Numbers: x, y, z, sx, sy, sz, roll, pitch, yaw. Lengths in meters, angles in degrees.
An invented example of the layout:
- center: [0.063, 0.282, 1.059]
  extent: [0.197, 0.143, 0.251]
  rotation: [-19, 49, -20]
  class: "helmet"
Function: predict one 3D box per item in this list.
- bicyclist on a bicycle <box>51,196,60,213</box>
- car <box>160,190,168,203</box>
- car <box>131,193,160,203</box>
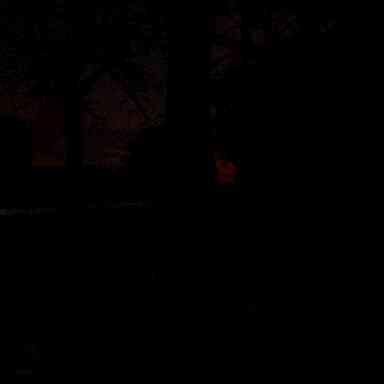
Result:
- center: [-12.882, 1.206, 31.547]
  extent: [1.656, 1.620, 0.582]
  rotation: [0, 0, 36]
  class: "bicyclist on a bicycle"
- center: [-3.205, 0.735, 53.080]
  extent: [2.150, 2.045, 5.566]
  rotation: [2, 1, 29]
  class: "car"
- center: [-7.459, 0.960, 51.904]
  extent: [1.812, 1.442, 4.674]
  rotation: [2, 1, 30]
  class: "car"
